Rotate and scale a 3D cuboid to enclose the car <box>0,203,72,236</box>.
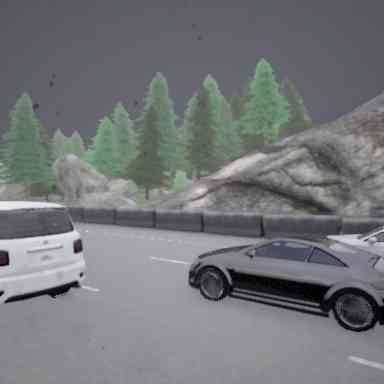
[{"bbox_3d":[-9.213,1.483,19.164,4.892,1.490,1.837,0,0,36],"label":"car"}]

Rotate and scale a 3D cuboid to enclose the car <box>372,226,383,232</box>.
[{"bbox_3d":[5.464,1.525,8.694,4.674,1.442,1.812,0,0,36],"label":"car"}]

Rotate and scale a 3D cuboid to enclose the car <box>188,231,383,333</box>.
[{"bbox_3d":[1.983,1.561,6.877,4.181,1.385,1.994,0,0,36],"label":"car"}]

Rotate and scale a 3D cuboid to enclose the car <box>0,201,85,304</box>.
[{"bbox_3d":[-4.716,1.212,7.371,5.566,2.045,2.150,0,0,36],"label":"car"}]
